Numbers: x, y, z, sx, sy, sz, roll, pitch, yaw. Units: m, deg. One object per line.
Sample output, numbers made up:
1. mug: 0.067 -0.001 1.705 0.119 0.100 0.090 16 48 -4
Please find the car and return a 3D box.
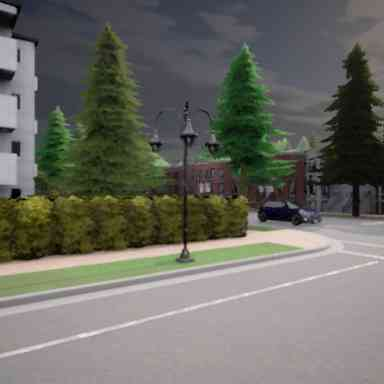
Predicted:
1. car: 6.881 1.343 23.682 2.097 1.767 4.553 0 0 -34
